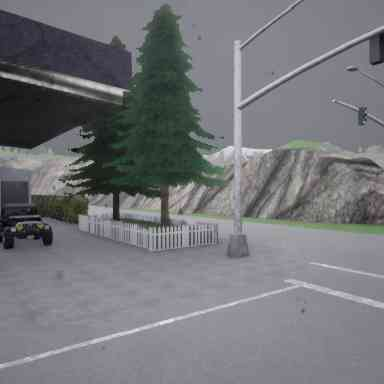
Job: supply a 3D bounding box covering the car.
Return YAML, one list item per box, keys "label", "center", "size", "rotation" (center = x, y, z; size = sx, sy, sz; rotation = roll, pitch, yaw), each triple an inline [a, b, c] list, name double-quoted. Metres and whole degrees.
- label: "car"
  center: [-8.030, 1.505, 15.815]
  size: [1.905, 1.878, 3.866]
  rotation: [0, 0, -37]
